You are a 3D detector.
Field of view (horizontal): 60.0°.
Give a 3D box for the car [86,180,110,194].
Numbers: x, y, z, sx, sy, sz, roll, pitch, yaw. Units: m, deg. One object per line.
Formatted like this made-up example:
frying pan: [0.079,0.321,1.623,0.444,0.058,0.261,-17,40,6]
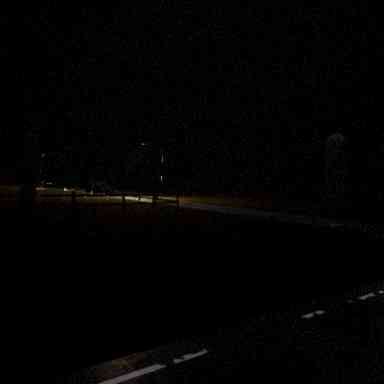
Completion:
car: [-14.933,-0.772,52.536,2.150,2.045,5.566,2,1,-36]
